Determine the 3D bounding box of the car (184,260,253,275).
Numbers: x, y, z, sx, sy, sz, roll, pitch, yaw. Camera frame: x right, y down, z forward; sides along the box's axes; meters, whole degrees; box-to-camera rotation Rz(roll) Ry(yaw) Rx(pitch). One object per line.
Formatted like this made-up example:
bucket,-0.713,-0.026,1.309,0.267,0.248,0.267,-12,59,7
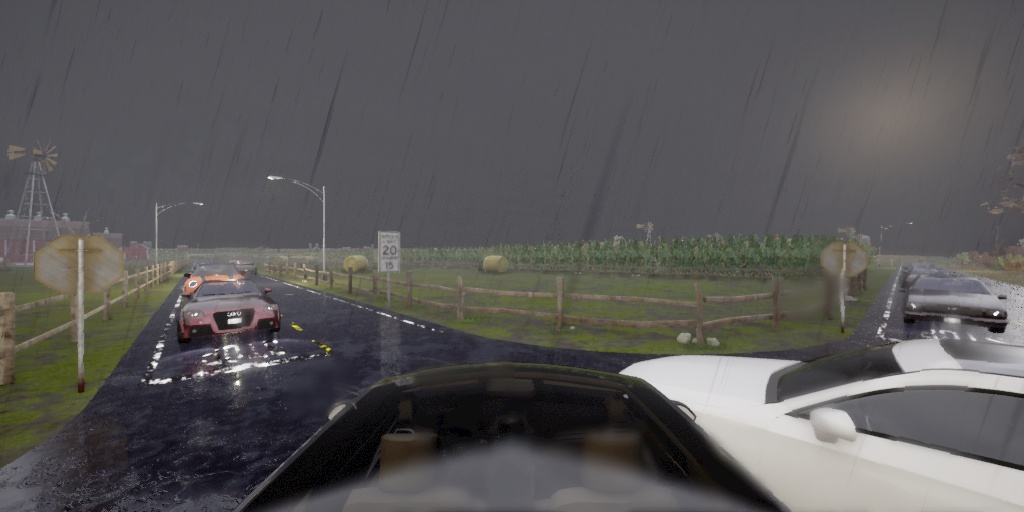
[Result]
car,-13.578,1.131,16.467,2.097,1.767,4.553,0,0,-41

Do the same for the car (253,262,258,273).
car,-26.676,1.262,35.811,2.128,1.511,4.902,0,0,-41

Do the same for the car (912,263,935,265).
car,32.995,1.322,28.837,4.902,1.511,2.128,0,1,-42

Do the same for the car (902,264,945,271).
car,23.065,1.367,19.876,1.994,1.385,4.181,2,1,44

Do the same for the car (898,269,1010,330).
car,13.611,1.334,11.232,5.357,1.411,2.033,0,1,-42

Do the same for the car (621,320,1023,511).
car,2.855,1.293,2.254,1.812,1.442,4.674,0,1,-43

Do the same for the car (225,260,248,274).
car,-33.332,1.278,43.327,1.837,1.490,4.892,0,0,-41

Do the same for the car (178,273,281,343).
car,-7.858,1.350,9.934,1.994,1.385,4.181,0,0,-42
